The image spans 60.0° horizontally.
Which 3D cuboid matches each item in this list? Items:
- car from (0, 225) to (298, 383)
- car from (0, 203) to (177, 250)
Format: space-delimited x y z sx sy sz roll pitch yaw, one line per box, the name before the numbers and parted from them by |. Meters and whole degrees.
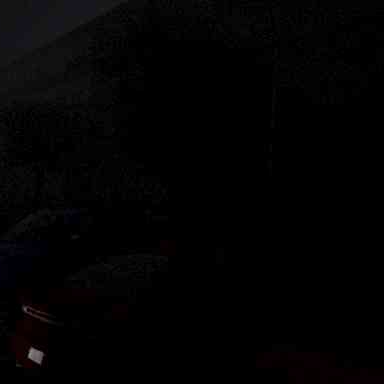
car | -0.171 1.505 5.402 2.097 1.535 5.008 -1 -1 35
car | -2.416 1.293 6.970 2.435 2.045 5.566 -1 -1 35
